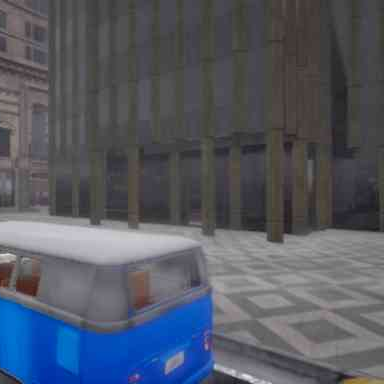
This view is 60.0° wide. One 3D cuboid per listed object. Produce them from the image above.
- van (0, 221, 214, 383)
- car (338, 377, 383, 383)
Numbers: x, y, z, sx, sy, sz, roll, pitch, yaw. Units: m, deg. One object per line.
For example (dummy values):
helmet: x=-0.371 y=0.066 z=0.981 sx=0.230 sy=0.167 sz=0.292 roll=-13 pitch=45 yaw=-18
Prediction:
van: x=-1.665 y=1.329 z=4.159 sx=3.998 sy=1.788 sz=1.690 roll=0 pitch=0 yaw=36
car: x=2.692 y=1.531 z=1.048 sx=4.829 sy=1.417 sz=1.752 roll=0 pitch=0 yaw=36
